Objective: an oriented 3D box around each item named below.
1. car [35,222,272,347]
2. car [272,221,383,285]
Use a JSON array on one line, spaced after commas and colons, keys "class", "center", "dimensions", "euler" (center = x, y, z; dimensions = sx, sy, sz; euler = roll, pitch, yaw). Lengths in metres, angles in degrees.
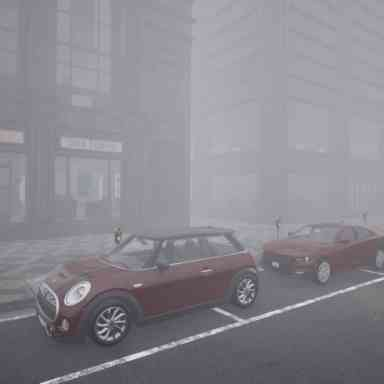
[{"class": "car", "center": [-0.686, 1.440, 6.263], "dimensions": [4.097, 1.590, 1.967], "euler": [0, 1, -35]}, {"class": "car", "center": [3.893, 1.545, 9.530], "dimensions": [4.507, 1.381, 1.887], "euler": [0, 1, -35]}]
